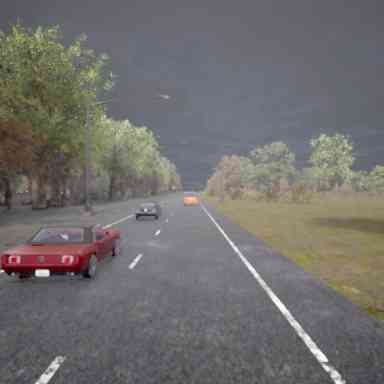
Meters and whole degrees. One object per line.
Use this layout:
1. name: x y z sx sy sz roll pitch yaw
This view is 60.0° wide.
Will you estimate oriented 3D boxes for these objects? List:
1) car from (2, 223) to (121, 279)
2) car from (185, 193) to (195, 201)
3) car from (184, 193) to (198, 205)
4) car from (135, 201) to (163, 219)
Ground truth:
1. car: -3.447 1.572 9.875 1.895 1.301 4.718 0 0 0
2. car: -0.378 1.104 73.195 2.097 1.767 4.553 0 0 0
3. car: -0.173 1.169 52.647 2.097 1.767 4.553 0 0 0
4. car: -3.542 1.455 27.900 2.033 1.411 5.357 0 0 0
